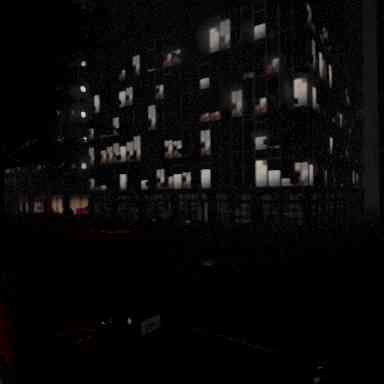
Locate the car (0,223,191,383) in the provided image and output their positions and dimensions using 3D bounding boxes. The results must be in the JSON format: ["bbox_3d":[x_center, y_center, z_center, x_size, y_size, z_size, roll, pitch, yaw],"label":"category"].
[{"bbox_3d":[-2.332,1.368,4.544,5.009,1.841,2.192,-1,-1,36],"label":"car"}]

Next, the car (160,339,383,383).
[{"bbox_3d":[2.164,1.553,1.332,4.313,1.339,1.947,-1,-1,36],"label":"car"}]
